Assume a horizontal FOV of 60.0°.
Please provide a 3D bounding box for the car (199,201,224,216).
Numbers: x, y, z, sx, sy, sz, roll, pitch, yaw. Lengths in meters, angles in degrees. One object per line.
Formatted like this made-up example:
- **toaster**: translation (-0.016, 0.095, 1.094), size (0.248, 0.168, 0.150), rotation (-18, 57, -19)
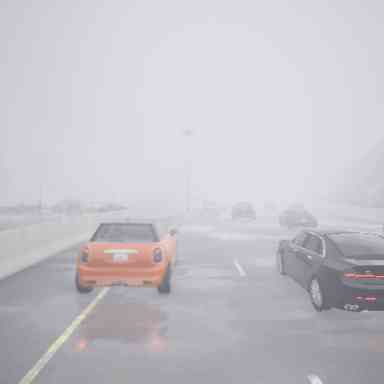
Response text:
- **car**: translation (2.089, 1.753, 37.402), size (2.097, 1.767, 4.553), rotation (0, -1, 9)

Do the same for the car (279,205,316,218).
- **car**: translation (7.582, 1.868, 24.088), size (1.994, 1.385, 4.181), rotation (0, -1, 4)

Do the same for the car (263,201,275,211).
- **car**: translation (12.237, 2.182, 52.997), size (2.033, 1.411, 5.357), rotation (0, -1, 15)

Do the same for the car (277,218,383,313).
- **car**: translation (3.376, 1.613, 7.934), size (1.837, 1.490, 4.892), rotation (0, -1, 1)

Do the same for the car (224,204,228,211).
- **car**: translation (3.754, 2.039, 47.123), size (1.812, 1.442, 4.674), rotation (0, -1, 13)

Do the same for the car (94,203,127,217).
- **car**: translation (-8.823, 1.913, 36.618), size (1.895, 1.301, 4.718), rotation (0, -1, 8)

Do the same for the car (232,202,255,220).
- **car**: translation (4.995, 1.723, 32.381), size (2.097, 1.767, 4.553), rotation (0, -1, 7)

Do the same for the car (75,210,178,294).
- **car**: translation (-1.508, 1.436, 9.233), size (2.097, 1.767, 4.553), rotation (0, -1, 0)

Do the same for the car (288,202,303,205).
- **car**: translation (14.157, 2.059, 45.157), size (2.128, 1.511, 4.902), rotation (0, -1, 12)
